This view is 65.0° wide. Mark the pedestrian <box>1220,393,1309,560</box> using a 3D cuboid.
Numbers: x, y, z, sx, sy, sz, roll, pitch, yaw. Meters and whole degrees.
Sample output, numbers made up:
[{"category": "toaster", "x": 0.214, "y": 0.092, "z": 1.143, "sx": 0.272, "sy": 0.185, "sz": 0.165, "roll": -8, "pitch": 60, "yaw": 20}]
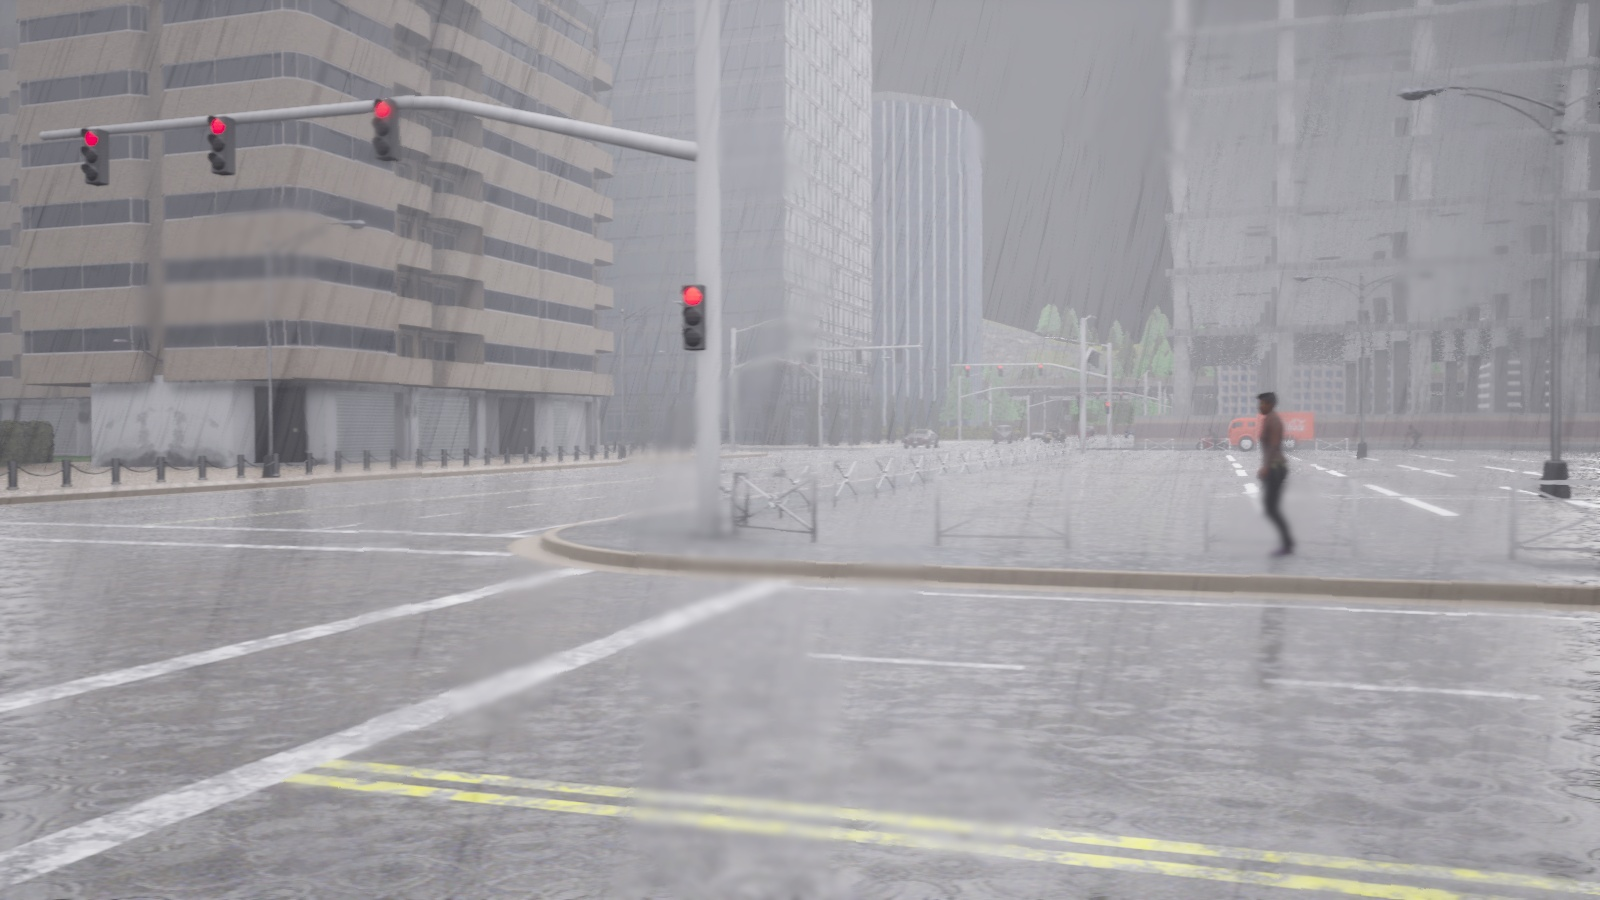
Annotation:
[{"category": "pedestrian", "x": 5.106, "y": 0.282, "z": 13.822, "sx": 0.869, "sy": 1.805, "sz": 0.328, "roll": 0, "pitch": 1, "yaw": 14}]

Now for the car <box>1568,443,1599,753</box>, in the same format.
[{"category": "car", "x": 5.501, "y": 0.732, "z": 5.016, "sx": 3.806, "sy": 1.475, "sz": 1.970, "roll": 1, "pitch": 1, "yaw": 19}]

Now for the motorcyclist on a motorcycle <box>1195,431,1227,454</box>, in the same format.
[{"category": "motorcyclist on a motorcycle", "x": 27.670, "y": -0.500, "z": 84.613, "sx": 2.044, "sy": 1.523, "sz": 0.797, "roll": 1, "pitch": 1, "yaw": 18}]

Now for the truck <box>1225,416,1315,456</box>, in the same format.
[{"category": "truck", "x": 29.947, "y": -0.890, "z": 80.209, "sx": 5.204, "sy": 2.467, "sz": 2.627, "roll": 1, "pitch": 1, "yaw": 18}]
